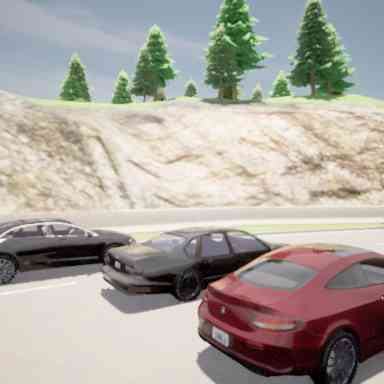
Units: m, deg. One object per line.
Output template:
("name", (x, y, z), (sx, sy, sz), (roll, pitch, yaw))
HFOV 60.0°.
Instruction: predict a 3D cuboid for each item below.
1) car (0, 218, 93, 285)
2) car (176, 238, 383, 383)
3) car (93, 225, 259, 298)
("car", (-3.919, 1.495, 9.463), (4.902, 1.511, 2.128), (0, 0, -34))
("car", (2.264, 1.534, 5.172), (4.674, 1.442, 1.812), (0, 0, -33))
("car", (0.578, 1.556, 8.246), (5.357, 1.411, 2.033), (0, 0, -33))
